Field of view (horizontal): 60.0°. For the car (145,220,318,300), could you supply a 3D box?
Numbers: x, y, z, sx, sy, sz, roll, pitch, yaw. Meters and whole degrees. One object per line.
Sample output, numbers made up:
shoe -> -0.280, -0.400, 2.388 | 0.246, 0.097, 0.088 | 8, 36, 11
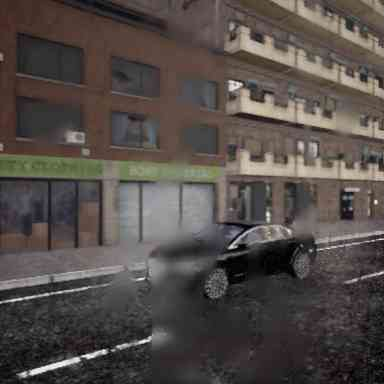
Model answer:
car -> 1.196, 1.506, 8.513 | 4.902, 1.511, 2.128 | 0, 0, -35
